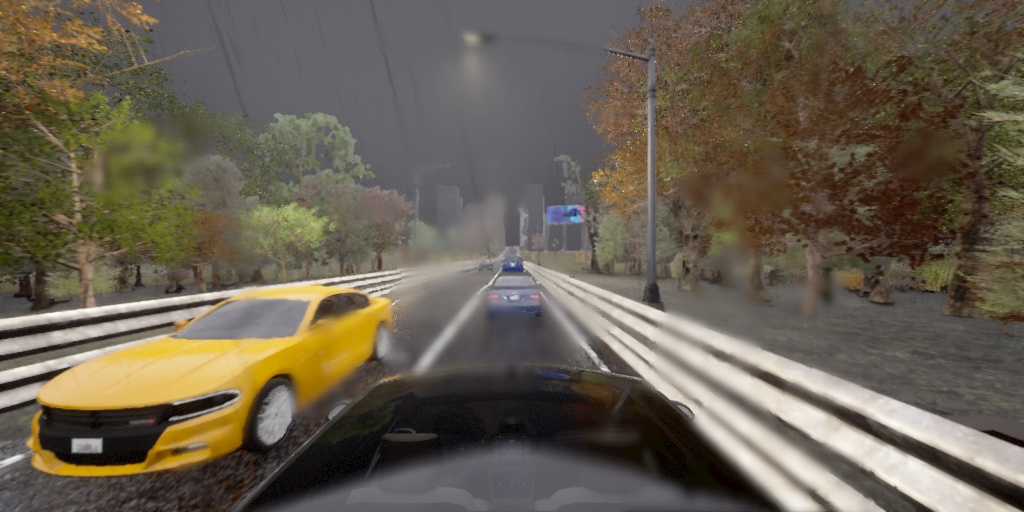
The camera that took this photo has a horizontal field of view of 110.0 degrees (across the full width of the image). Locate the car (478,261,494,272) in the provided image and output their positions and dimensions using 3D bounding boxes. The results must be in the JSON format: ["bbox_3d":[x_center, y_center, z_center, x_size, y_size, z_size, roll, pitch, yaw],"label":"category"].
[{"bbox_3d":[-3.346,1.329,46.852,2.033,1.411,5.357,0,0,0],"label":"car"}]

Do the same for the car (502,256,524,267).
[{"bbox_3d":[0.099,0.991,37.899,2.150,2.045,5.566,0,0,0],"label":"car"}]

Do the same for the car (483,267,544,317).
[{"bbox_3d":[0.104,1.288,12.993,2.033,1.411,5.357,0,0,0],"label":"car"}]

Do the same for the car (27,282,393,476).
[{"bbox_3d":[-3.348,1.220,5.324,1.882,1.535,5.008,0,0,0],"label":"car"}]
